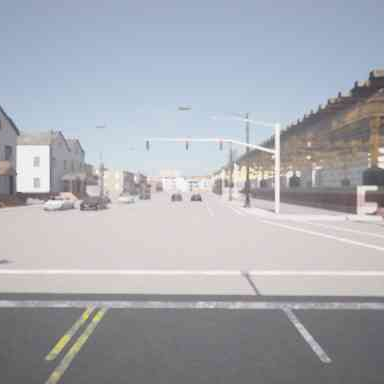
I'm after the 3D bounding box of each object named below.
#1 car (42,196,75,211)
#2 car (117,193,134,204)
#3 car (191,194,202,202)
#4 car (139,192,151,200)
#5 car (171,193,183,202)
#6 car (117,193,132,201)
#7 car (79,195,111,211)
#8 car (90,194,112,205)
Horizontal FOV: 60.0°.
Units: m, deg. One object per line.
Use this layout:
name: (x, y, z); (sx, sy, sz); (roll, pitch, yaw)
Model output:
car: (-13.915, 1.190, 35.122); (1.812, 1.442, 4.674); (0, 1, 2)
car: (-10.021, 1.044, 50.437); (1.812, 1.442, 4.674); (0, 0, 2)
car: (0.779, 0.994, 59.766); (1.994, 1.385, 4.181); (0, 1, 1)
car: (-9.529, 0.830, 67.836); (1.882, 1.535, 5.008); (0, 1, 1)
car: (-2.720, 0.921, 59.850); (2.128, 1.511, 4.902); (0, 1, 1)
car: (-13.127, 0.884, 64.724); (1.837, 1.490, 4.892); (0, 1, 2)
car: (-10.406, 1.164, 35.408); (1.837, 1.490, 4.892); (0, 1, 1)
car: (-13.545, 1.090, 49.674); (1.994, 1.385, 4.181); (0, 1, 2)
